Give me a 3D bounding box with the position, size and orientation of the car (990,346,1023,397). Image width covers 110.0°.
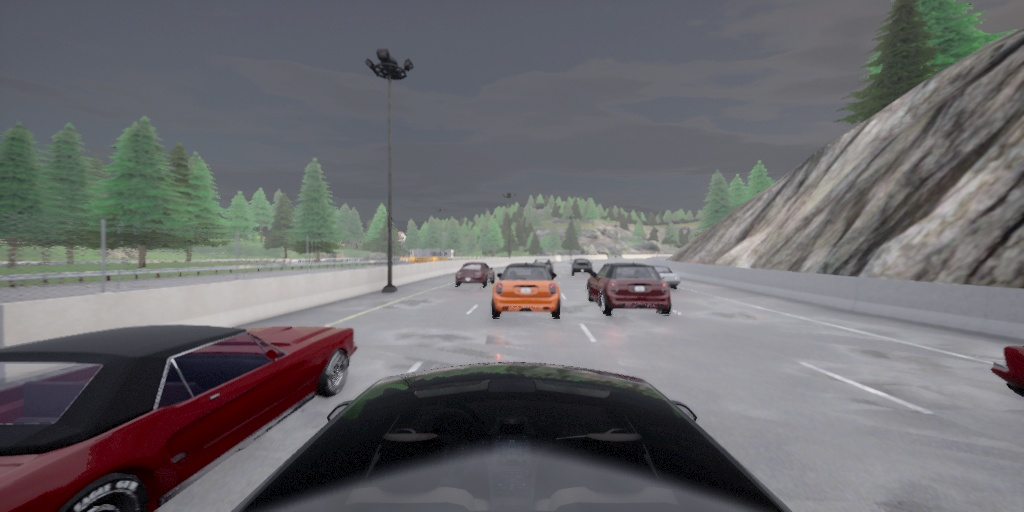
[{"bbox_3d":[7.134,1.357,2.436,1.895,1.301,4.718,0,1,0],"label":"car"}]

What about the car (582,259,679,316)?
[{"bbox_3d":[4.056,1.005,13.160,2.097,1.767,4.553,0,1,3],"label":"car"}]

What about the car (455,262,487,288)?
[{"bbox_3d":[-2.195,1.086,22.061,1.812,1.442,4.674,0,1,6],"label":"car"}]

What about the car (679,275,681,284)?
[{"bbox_3d":[8.262,1.187,21.304,1.895,1.301,4.718,0,1,6],"label":"car"}]

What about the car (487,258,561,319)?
[{"bbox_3d":[0.514,1.004,12.589,2.097,1.767,4.553,0,1,3],"label":"car"}]

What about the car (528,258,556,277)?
[{"bbox_3d":[2.850,0.962,32.865,2.128,1.511,4.902,0,1,9],"label":"car"}]

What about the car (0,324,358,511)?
[{"bbox_3d":[-3.352,1.329,3.494,1.895,1.301,4.718,0,1,1],"label":"car"}]

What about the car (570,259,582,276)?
[{"bbox_3d":[6.432,0.980,33.068,1.837,1.490,4.892,0,1,10],"label":"car"}]
